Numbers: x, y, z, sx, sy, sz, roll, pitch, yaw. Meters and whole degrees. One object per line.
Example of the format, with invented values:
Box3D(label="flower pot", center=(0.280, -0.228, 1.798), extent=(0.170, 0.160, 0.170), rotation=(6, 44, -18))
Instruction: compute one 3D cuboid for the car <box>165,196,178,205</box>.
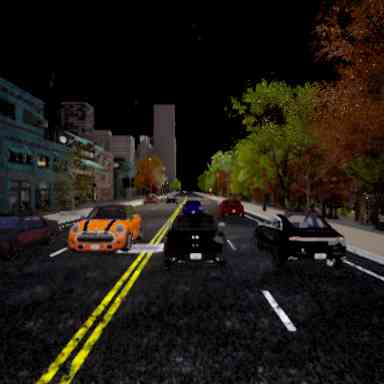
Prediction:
Box3D(label="car", center=(-3.295, 1.350, 55.440), extent=(1.994, 1.385, 4.181), rotation=(0, 0, 0))

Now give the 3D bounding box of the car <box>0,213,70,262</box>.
Box3D(label="car", center=(-6.599, 1.501, 12.206), extent=(2.033, 1.411, 5.357), rotation=(0, 0, 0))

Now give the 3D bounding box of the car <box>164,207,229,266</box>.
Box3D(label="car", center=(0.103, 1.461, 11.329), extent=(1.837, 1.490, 4.892), rotation=(0, 0, 0))

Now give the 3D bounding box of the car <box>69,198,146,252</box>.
Box3D(label="car", center=(-3.346, 1.300, 13.653), extent=(2.097, 1.767, 4.553), rotation=(0, 0, 0))

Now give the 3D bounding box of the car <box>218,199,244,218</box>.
Box3D(label="car", center=(3.356, 1.366, 29.149), extent=(1.882, 1.535, 5.008), rotation=(0, 0, 0))

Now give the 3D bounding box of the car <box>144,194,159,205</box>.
Box3D(label="car", center=(-6.554, 1.147, 53.504), extent=(2.097, 1.767, 4.553), rotation=(0, 0, 0))

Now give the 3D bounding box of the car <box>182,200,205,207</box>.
Box3D(label="car", center=(0.106, 1.416, 28.640), extent=(1.812, 1.442, 4.674), rotation=(0, 0, 0))

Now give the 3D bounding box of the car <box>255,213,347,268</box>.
Box3D(label="car", center=(3.352, 1.449, 11.108), extent=(2.128, 1.511, 4.902), rotation=(0, 0, 0))
